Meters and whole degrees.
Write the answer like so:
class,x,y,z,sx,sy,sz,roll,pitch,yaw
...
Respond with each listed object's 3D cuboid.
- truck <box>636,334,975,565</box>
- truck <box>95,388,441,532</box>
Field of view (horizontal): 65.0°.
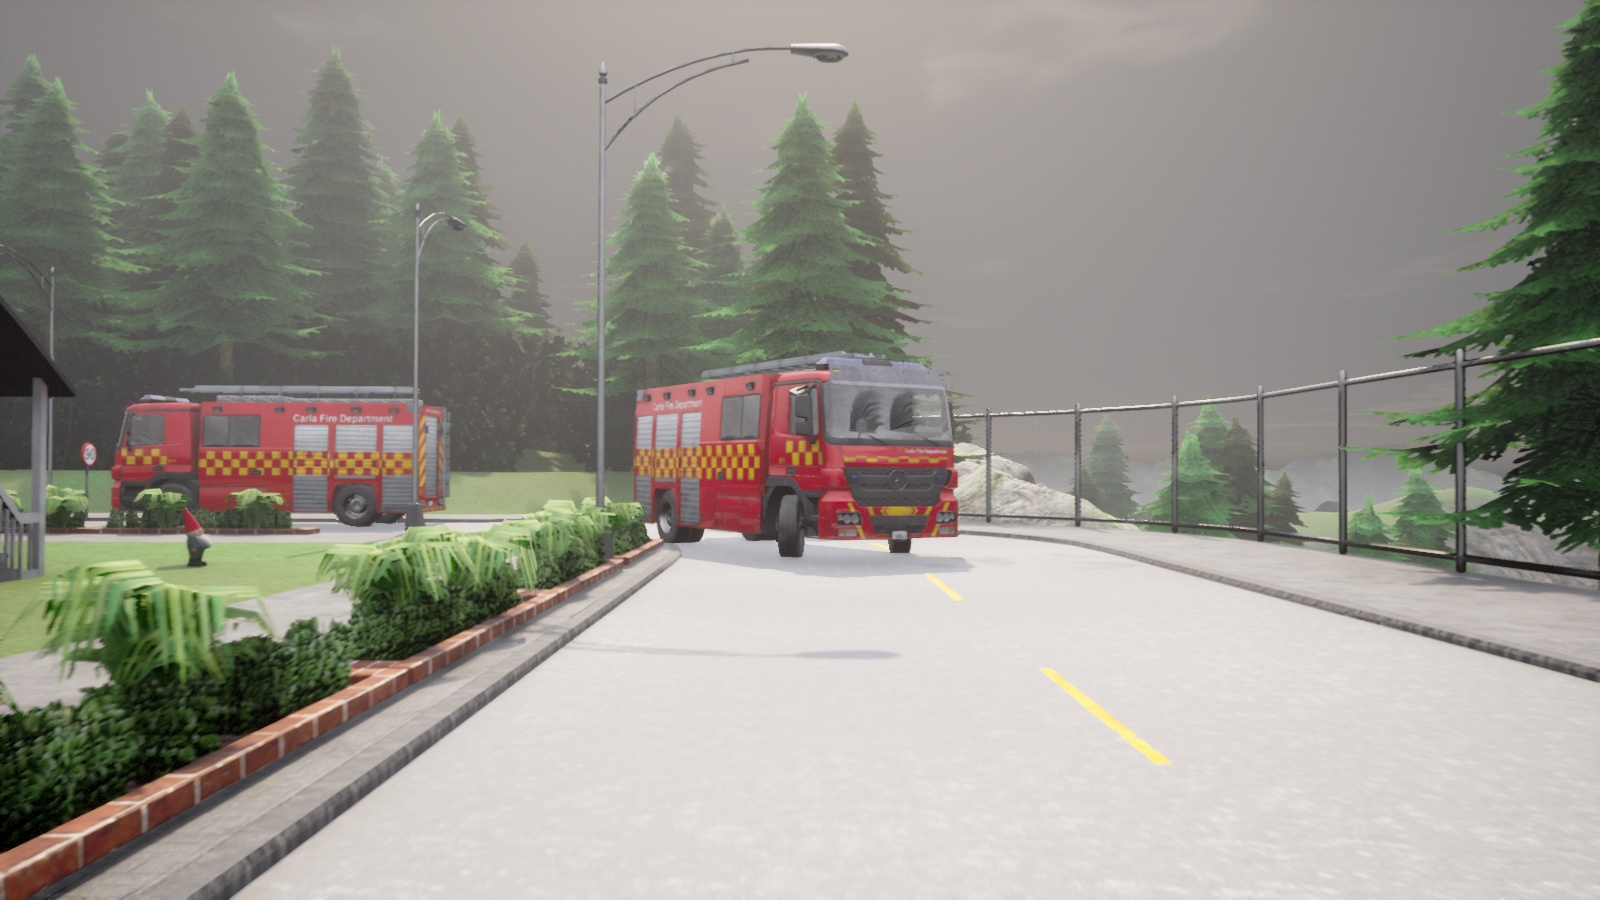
class,x,y,z,sx,sy,sz,roll,pitch,yaw
truck,-0.284,0.073,25.172,2.891,3.827,8.468,1,-1,-30
truck,-14.702,0.298,35.194,8.468,3.827,2.891,0,-1,0
